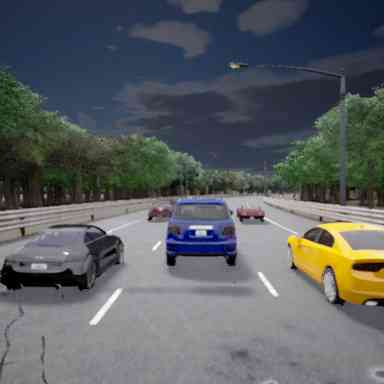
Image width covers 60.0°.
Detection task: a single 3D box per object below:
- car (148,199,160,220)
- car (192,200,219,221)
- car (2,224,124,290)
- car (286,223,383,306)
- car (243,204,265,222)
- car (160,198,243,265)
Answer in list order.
[{"bbox_3d":[-2.298,1.389,28.180,2.097,1.767,4.553,0,0,4],"label":"car"},{"bbox_3d":[1.223,1.532,28.397,2.128,1.511,4.902,0,0,4],"label":"car"},{"bbox_3d":[-3.233,1.573,9.148,1.994,1.385,4.181,0,0,1],"label":"car"},{"bbox_3d":[3.740,1.492,8.122,1.882,1.535,5.008,0,0,1],"label":"car"},{"bbox_3d":[4.611,1.643,26.855,1.895,1.301,4.718,0,0,4],"label":"car"},{"bbox_3d":[0.338,1.237,11.932,2.150,2.045,5.566,0,0,2],"label":"car"}]
